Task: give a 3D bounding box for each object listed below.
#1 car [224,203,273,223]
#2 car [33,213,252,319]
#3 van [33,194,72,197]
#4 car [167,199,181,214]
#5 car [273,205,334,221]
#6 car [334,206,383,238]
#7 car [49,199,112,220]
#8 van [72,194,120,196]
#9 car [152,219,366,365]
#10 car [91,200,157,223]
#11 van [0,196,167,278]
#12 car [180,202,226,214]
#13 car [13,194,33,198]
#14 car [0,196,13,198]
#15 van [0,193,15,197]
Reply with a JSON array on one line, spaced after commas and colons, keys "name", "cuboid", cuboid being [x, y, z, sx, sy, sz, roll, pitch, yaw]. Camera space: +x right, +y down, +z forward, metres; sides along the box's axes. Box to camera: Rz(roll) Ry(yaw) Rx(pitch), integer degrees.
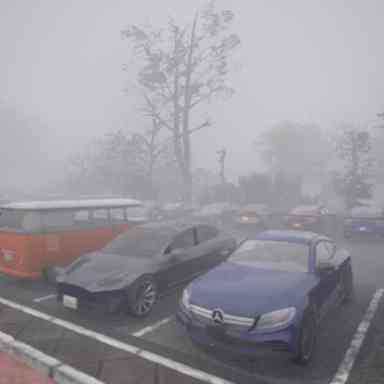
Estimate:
[{"name": "car", "cuboid": [4.166, 1.465, 19.631, 2.163, 1.488, 4.792, 0, 0, 35]}, {"name": "car", "cuboid": [-0.701, 1.465, 7.625, 2.163, 1.488, 4.792, 0, 0, 35]}, {"name": "van", "cuboid": [-11.972, 1.225, 31.044, 1.878, 1.987, 4.442, 0, 0, 35]}, {"name": "car", "cuboid": [-0.581, 1.440, 22.914, 2.097, 1.535, 5.008, 0, 0, 35]}, {"name": "car", "cuboid": [6.460, 1.433, 17.983, 2.097, 1.535, 5.008, 0, 0, 35]}, {"name": "car", "cuboid": [8.773, 1.431, 16.363, 2.097, 1.535, 5.008, 0, 0, 35]}, {"name": "car", "cuboid": [-9.723, 1.450, 29.331, 2.231, 1.521, 4.892, 0, 0, 35]}, {"name": "van", "cuboid": [-7.346, 1.220, 27.799, 1.878, 1.987, 4.442, 0, 0, 35]}, {"name": "car", "cuboid": [1.632, 1.473, 6.030, 2.002, 1.452, 4.674, 0, 0, 35]}, {"name": "car", "cuboid": [-5.200, 1.444, 26.161, 2.097, 1.535, 5.008, 0, 0, 35]}, {"name": "van", "cuboid": [-2.932, 1.211, 9.365, 1.878, 1.987, 4.442, 0, 0, 35]}, {"name": "car", "cuboid": [1.737, 1.438, 21.302, 2.097, 1.535, 5.008, 0, 0, 35]}, {"name": "car", "cuboid": [-14.471, 1.327, 32.613, 2.185, 1.767, 4.553, 0, 0, 35]}, {"name": "car", "cuboid": [-16.644, 1.485, 34.212, 2.163, 1.488, 4.792, 0, 0, 35]}, {"name": "van", "cuboid": [-19.045, 1.231, 35.712, 1.878, 1.987, 4.442, 0, 0, 35]}]
